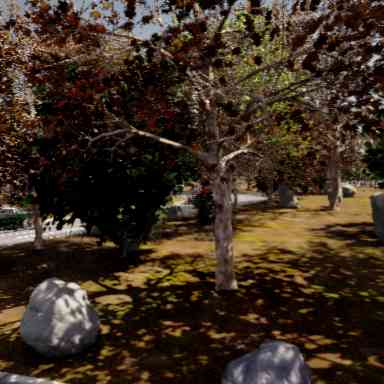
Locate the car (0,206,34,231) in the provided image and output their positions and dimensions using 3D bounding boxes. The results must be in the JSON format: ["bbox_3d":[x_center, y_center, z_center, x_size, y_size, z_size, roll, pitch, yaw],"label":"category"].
[{"bbox_3d":[-10.099,1.446,17.002,1.895,1.301,4.718,-2,2,38],"label":"car"}]

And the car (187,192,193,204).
[{"bbox_3d":[1.011,0.112,32.534,2.097,1.767,4.553,-3,2,15],"label":"car"}]
